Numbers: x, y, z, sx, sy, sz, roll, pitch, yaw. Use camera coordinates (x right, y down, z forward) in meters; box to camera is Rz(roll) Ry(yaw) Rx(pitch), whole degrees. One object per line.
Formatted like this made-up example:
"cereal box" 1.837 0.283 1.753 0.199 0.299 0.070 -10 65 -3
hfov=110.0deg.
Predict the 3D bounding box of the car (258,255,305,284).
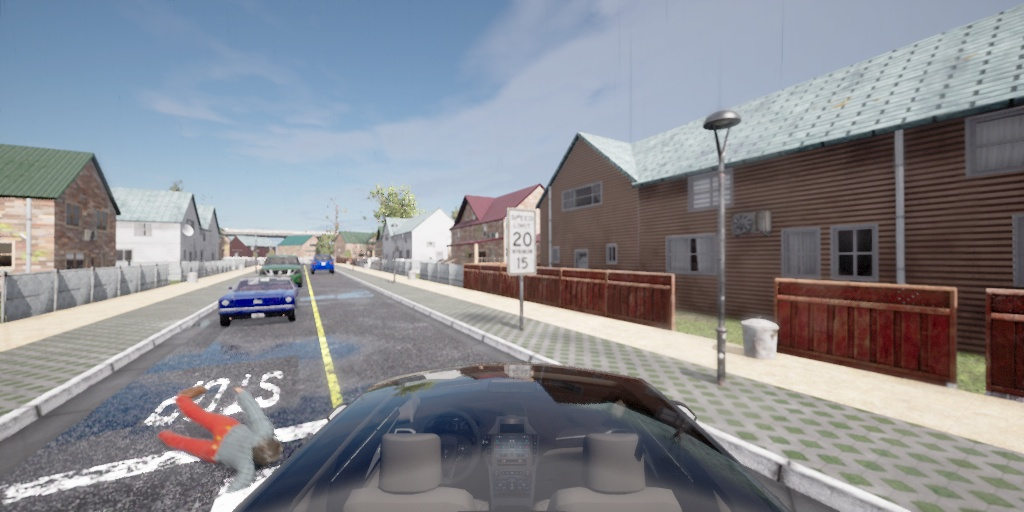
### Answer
"car" -14.616 0.935 22.888 2.150 2.045 5.566 0 0 -30

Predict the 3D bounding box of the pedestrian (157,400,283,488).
"pedestrian" -2.779 1.777 3.474 1.860 0.375 0.375 -2 -3 23

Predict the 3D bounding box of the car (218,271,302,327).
"car" -8.149 1.335 11.839 1.895 1.301 4.718 0 0 -30

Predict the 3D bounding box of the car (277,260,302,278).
"car" -21.075 1.196 34.038 1.837 1.490 4.892 0 0 -30

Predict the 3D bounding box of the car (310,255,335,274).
"car" -20.665 0.902 39.070 2.150 2.045 5.566 0 0 -30
